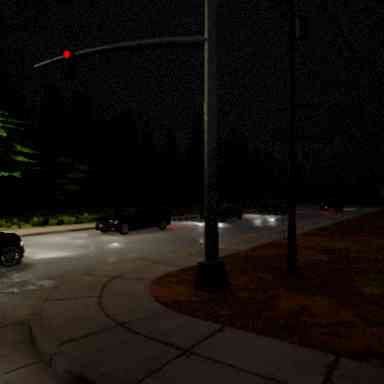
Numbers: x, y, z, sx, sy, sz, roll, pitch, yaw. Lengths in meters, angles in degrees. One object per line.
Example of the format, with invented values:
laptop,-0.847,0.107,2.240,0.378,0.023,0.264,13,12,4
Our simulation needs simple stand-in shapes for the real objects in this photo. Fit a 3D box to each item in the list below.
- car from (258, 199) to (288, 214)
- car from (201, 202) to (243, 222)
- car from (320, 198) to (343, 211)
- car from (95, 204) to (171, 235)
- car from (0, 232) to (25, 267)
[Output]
car,8.807,1.519,35.863,1.882,1.535,5.008,0,0,37
car,2.595,1.565,27.474,1.812,1.442,4.674,0,0,37
car,17.262,1.545,41.104,1.837,1.490,4.892,0,0,36
car,-3.324,1.515,19.475,1.882,1.535,5.008,0,0,36
car,-6.638,1.531,8.831,1.837,1.490,4.892,-5,-1,11
